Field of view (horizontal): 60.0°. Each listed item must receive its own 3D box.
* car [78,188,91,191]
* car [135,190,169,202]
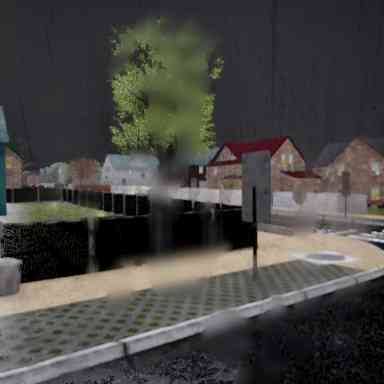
[{"bbox_3d":[-15.728,0.099,48.932,1.895,1.301,4.718,0,2,-35],"label":"car"},{"bbox_3d":[-3.847,0.615,31.727,2.128,1.511,4.902,0,2,-35],"label":"car"}]
